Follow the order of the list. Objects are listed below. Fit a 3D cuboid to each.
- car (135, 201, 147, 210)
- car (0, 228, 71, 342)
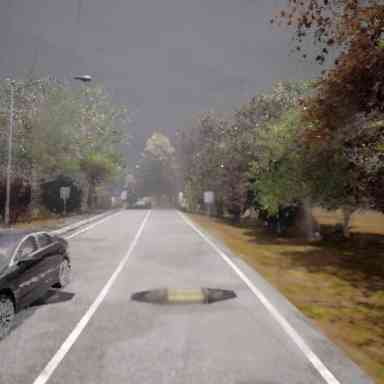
[{"bbox_3d":[-8.544,2.240,55.854,1.812,1.442,4.674,0,-3,-5],"label":"car"},{"bbox_3d":[-3.883,1.522,6.544,2.128,1.511,4.902,0,-1,-3],"label":"car"}]
